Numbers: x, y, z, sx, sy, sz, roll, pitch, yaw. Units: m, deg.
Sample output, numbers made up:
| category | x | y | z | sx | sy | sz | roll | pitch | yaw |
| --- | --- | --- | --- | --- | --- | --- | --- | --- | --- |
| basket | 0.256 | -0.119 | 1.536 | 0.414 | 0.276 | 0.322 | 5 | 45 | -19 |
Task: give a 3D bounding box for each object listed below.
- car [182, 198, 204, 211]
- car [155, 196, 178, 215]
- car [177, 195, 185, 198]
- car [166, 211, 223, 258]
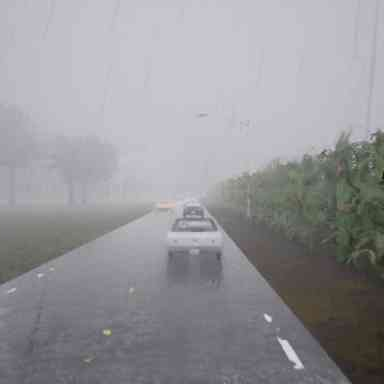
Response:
| category | x | y | z | sx | sy | sz | roll | pitch | yaw |
| --- | --- | --- | --- | --- | --- | --- | --- | --- | --- |
| car | 0.111 | 1.577 | 30.537 | 1.812 | 1.442 | 4.674 | 0 | 0 | 0 |
| car | -2.827 | 1.539 | 35.679 | 1.882 | 1.535 | 5.008 | 0 | 0 | 0 |
| car | -2.707 | 1.288 | 78.342 | 2.097 | 1.767 | 4.553 | 0 | 0 | 0 |
| car | 0.098 | 1.621 | 12.885 | 1.895 | 1.301 | 4.718 | 0 | 0 | 0 |
